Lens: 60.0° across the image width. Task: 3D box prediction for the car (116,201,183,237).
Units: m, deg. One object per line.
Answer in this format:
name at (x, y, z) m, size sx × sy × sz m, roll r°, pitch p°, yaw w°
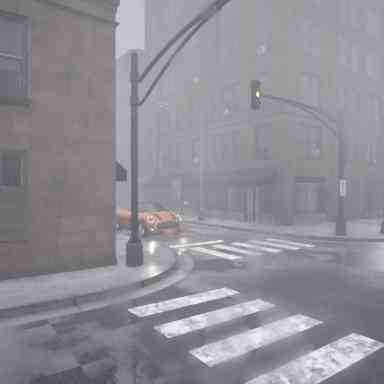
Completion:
car at (-2.372, 1.263, 17.511) m, size 2.097 × 1.767 × 4.553 m, roll 0°, pitch 0°, yaw -35°
